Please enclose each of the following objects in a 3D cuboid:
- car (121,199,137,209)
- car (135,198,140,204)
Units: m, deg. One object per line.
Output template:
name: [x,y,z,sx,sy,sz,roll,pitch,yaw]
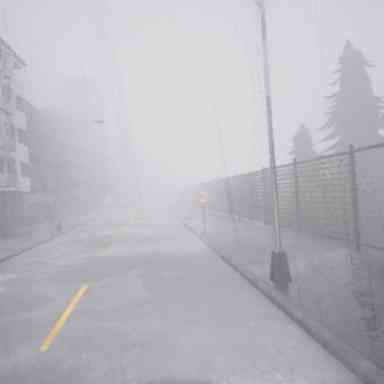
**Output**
car: [-11.515,2.337,59.577,1.994,1.385,4.181,-4,0,-7]
car: [-15.269,2.587,88.368,1.994,1.385,4.181,-4,0,-7]
